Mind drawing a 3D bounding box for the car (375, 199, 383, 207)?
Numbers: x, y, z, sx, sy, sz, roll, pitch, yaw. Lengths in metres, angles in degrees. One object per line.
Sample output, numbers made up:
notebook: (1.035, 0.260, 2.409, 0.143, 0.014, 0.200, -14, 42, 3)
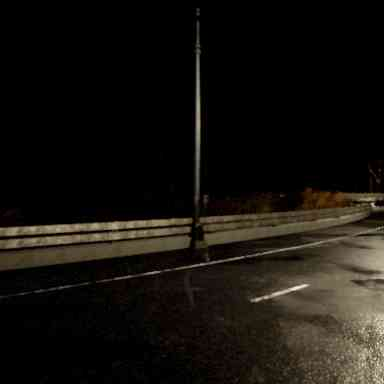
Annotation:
car: (36.967, 2.127, 64.248, 1.994, 1.385, 4.181, 0, -1, 13)
